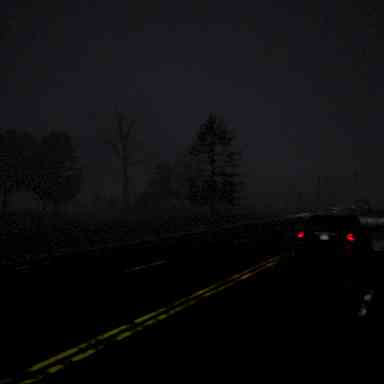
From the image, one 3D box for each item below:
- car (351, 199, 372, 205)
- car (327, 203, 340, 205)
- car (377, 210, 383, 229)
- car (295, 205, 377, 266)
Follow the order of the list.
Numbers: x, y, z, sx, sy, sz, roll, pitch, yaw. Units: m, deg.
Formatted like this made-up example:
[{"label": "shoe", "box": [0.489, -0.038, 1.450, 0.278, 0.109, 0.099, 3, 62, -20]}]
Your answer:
[{"label": "car", "box": [23.667, 2.001, 46.326, 2.150, 2.045, 5.566, -1, -2, 34]}, {"label": "car", "box": [19.592, 2.260, 46.073, 1.882, 1.535, 5.008, -1, -2, 34]}, {"label": "car", "box": [13.489, 1.997, 24.816, 1.895, 1.301, 4.718, -1, -1, 34]}, {"label": "car", "box": [5.566, 1.554, 12.780, 2.097, 1.767, 4.553, -1, -1, 34]}]
